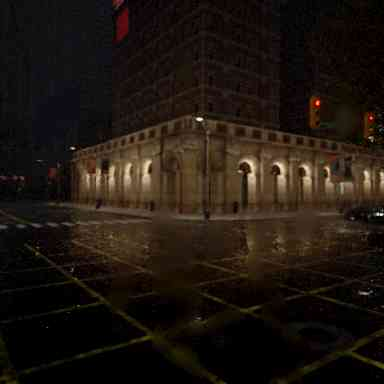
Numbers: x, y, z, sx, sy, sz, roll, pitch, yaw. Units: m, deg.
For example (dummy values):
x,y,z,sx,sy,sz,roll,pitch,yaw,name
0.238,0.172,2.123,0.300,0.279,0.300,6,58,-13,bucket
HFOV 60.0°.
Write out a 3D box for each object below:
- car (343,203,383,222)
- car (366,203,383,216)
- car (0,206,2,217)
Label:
x,y,z,sx,sy,sz,roll,pitch,yaw,name
15.518,1.815,29.212,5.357,1.411,2.033,1,0,-35,car
21.865,1.954,37.645,4.718,1.301,1.895,1,0,-36,car
-19.070,1.572,31.043,2.033,1.411,5.357,1,0,-36,car
